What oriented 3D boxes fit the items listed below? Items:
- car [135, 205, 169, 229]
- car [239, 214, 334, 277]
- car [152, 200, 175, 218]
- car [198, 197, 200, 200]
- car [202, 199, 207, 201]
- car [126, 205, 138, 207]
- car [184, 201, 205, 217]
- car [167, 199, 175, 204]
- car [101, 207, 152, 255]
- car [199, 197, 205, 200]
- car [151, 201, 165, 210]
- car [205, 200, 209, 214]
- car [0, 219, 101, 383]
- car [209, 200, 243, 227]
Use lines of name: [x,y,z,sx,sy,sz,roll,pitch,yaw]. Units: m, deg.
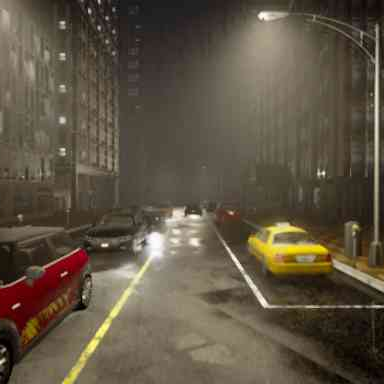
car: [-3.026,1.878,24.256,1.895,1.301,4.718,0,-1,1]
car: [2.824,1.650,10.573,1.752,1.417,4.829,-1,-1,0]
car: [-2.964,1.872,34.732,1.882,1.535,5.008,0,-1,1]
car: [2.805,2.299,77.207,1.967,1.590,4.097,-1,-1,0]
car: [2.760,2.107,48.835,2.008,1.369,4.403,-1,-1,0]
car: [-5.796,1.863,26.217,1.947,1.339,4.313,-1,-1,0]
car: [0.162,1.988,37.109,1.994,1.385,4.181,0,-1,0]
car: [-5.556,2.521,88.626,2.008,1.369,4.403,-1,-1,0]
car: [-3.068,1.640,14.248,1.882,1.535,5.008,0,-1,0]
car: [2.777,2.121,60.185,1.967,1.590,4.097,-1,-1,0]
car: [-5.578,2.195,54.584,1.802,1.307,4.206,-1,-1,0]
car: [2.750,2.059,43.162,1.947,1.339,4.313,-1,-1,0]
car: [-3.105,1.406,4.952,2.097,1.767,4.553,0,-1,1]
car: [2.755,1.613,25.656,2.192,1.841,5.009,-1,-1,0]
